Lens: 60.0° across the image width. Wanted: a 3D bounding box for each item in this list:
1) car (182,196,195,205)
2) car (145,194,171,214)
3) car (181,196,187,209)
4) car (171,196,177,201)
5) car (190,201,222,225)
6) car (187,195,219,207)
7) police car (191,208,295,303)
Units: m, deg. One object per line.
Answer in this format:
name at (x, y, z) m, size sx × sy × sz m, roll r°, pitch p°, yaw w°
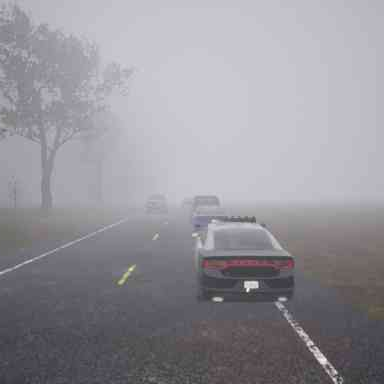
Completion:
car at (-0.638, 1.537, 58.885) m, size 2.128 × 1.511 × 4.902 m, roll 0°, pitch 0°, yaw -1°
car at (-3.861, 1.242, 36.725) m, size 2.150 × 2.045 × 5.566 m, roll 0°, pitch 0°, yaw -1°
car at (-0.367, 1.382, 45.836) m, size 2.097 × 1.767 × 4.553 m, roll 0°, pitch 0°, yaw 0°
car at (-4.960, 1.662, 89.259) m, size 1.994 × 1.385 × 4.181 m, roll 0°, pitch 0°, yaw -2°
car at (0.981, 1.483, 18.327) m, size 1.882 × 1.535 × 5.008 m, roll 0°, pitch 0°, yaw 0°
car at (0.933, 1.233, 24.364) m, size 2.150 × 2.045 × 5.566 m, roll 0°, pitch 0°, yaw -1°
police car at (1.034, 1.426, 8.427) m, size 1.930 × 1.638 × 5.238 m, roll 0°, pitch 0°, yaw 0°
